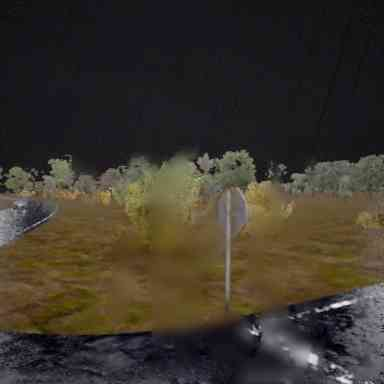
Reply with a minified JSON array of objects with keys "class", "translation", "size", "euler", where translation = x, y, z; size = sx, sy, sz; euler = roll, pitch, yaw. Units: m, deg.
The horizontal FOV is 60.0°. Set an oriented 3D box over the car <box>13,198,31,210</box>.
[{"class":"car","translation":[-23.473,1.618,46.090],"size":[2.128,1.511,4.902],"euler":[0,0,-20]}]
